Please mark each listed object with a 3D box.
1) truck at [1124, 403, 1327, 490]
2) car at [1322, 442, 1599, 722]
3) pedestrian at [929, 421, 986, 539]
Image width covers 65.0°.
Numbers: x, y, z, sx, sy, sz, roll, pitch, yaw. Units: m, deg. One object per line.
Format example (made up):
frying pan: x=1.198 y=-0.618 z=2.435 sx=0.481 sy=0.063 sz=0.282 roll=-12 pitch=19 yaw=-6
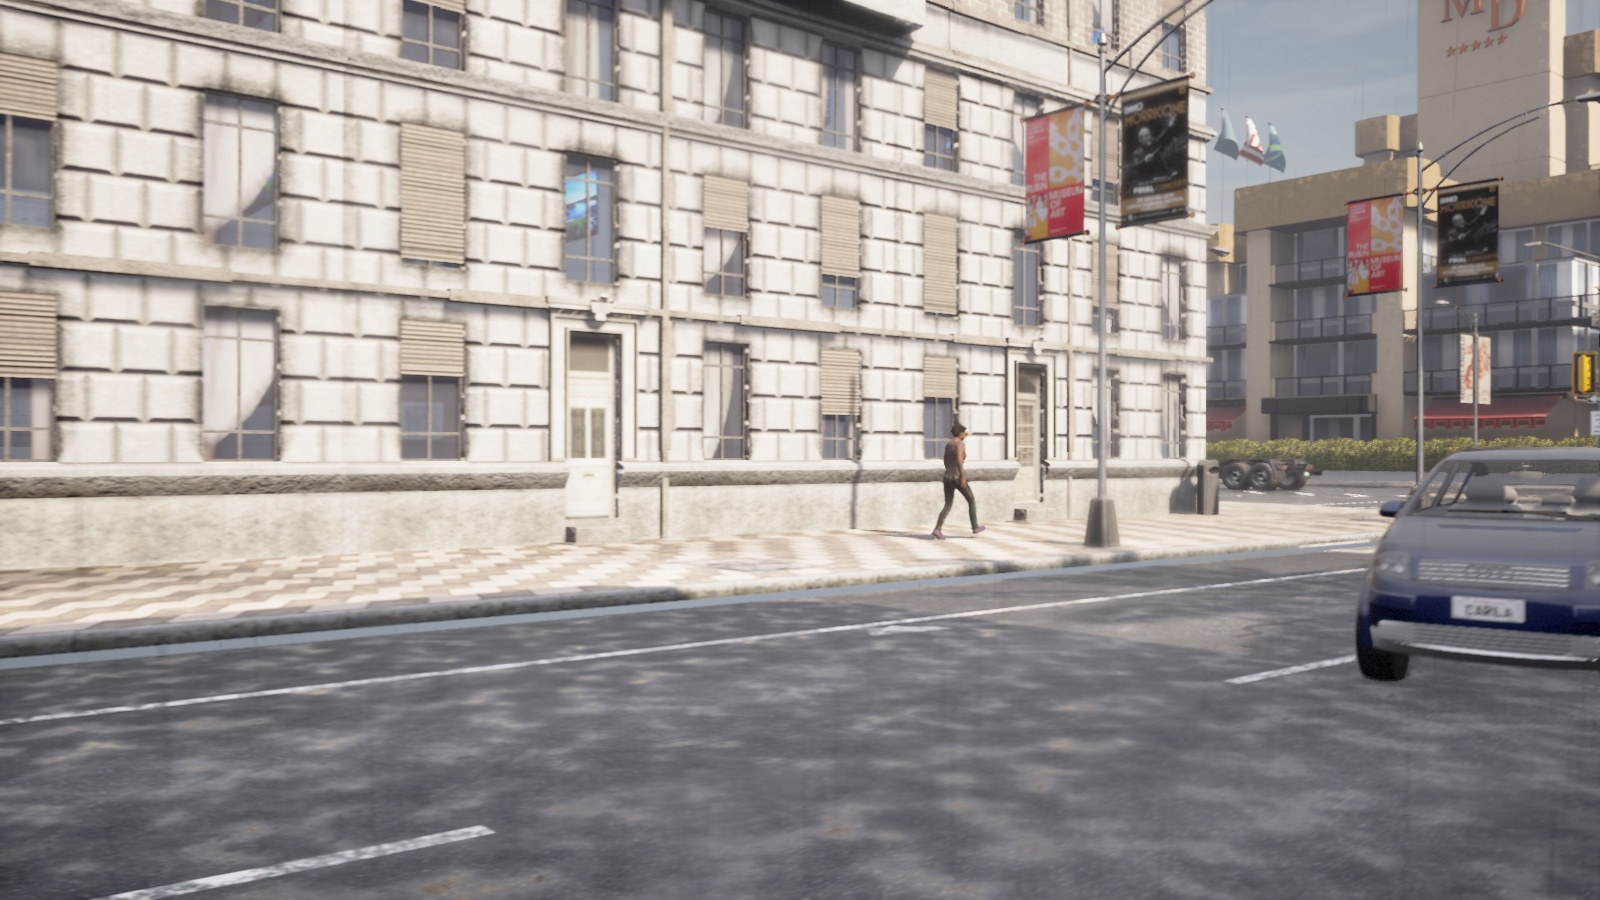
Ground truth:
truck: x=18.107 y=-0.116 z=53.998 sx=2.891 sy=3.462 sz=7.936 roll=0 pitch=0 yaw=-39
car: x=5.101 y=0.738 z=8.767 sx=1.789 sy=1.549 sz=3.705 roll=0 pitch=0 yaw=37
pedestrian: x=2.465 y=0.456 z=19.626 sx=0.869 sy=1.805 sz=0.328 roll=0 pitch=0 yaw=-32
